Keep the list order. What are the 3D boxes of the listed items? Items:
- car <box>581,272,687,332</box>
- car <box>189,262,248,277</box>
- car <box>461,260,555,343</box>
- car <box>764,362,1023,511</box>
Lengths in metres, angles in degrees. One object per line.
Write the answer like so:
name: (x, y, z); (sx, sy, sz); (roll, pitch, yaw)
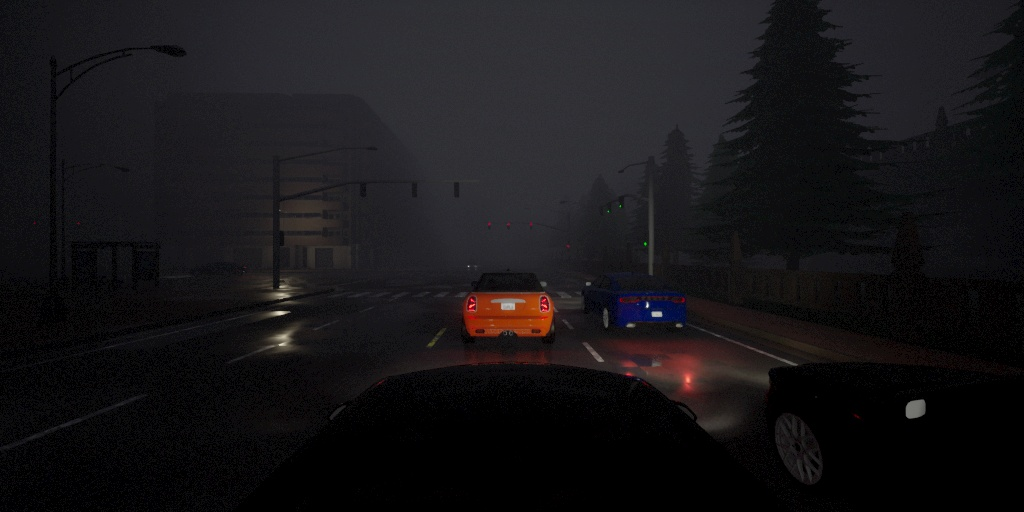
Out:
car: (3.418, 1.228, 10.957); (1.882, 1.535, 5.008); (0, 0, 0)
car: (-29.091, 1.310, 35.616); (4.892, 1.490, 1.837); (0, 0, -1)
car: (-0.081, 1.102, 9.813); (2.097, 1.767, 4.553); (0, 0, 0)
car: (3.288, 1.228, 1.431); (1.882, 1.535, 5.008); (0, 0, 3)
